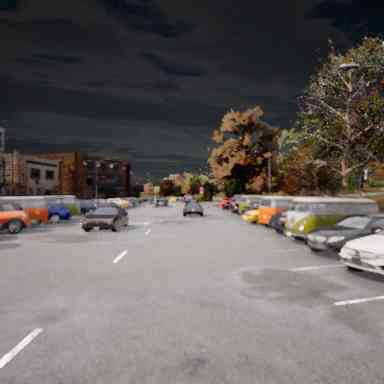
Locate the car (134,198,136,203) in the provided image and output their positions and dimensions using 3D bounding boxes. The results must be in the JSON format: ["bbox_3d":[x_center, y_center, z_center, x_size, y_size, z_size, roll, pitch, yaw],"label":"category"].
[{"bbox_3d":[-11.403,1.687,50.520,4.674,1.452,2.002,-1,-1,-20],"label":"car"}]

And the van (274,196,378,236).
[{"bbox_3d":[6.298,1.272,15.187,4.442,1.987,1.878,1,0,-20],"label":"van"}]

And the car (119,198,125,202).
[{"bbox_3d":[-11.413,1.604,41.721,4.892,1.521,2.231,-1,-1,-20],"label":"car"}]

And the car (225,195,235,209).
[{"bbox_3d":[6.383,1.446,35.832,4.553,1.767,2.185,1,-1,-20],"label":"car"}]

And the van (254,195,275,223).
[{"bbox_3d":[6.516,1.290,21.163,4.442,1.987,1.878,1,0,-20],"label":"van"}]

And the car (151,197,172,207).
[{"bbox_3d":[-4.982,1.688,55.195,2.128,1.511,4.902,0,0,0],"label":"car"}]

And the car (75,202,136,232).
[{"bbox_3d":[-5.088,1.574,20.396,2.033,1.411,5.357,0,0,0],"label":"car"}]

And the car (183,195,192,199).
[{"bbox_3d":[-0.629,1.905,83.052,2.097,1.535,5.008,0,-1,-1],"label":"car"}]

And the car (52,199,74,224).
[{"bbox_3d":[-11.402,1.524,24.114,5.008,1.535,2.097,-1,0,-20],"label":"car"}]

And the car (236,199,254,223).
[{"bbox_3d":[6.232,1.517,23.999,5.366,1.575,1.946,1,0,-20],"label":"car"}]

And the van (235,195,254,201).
[{"bbox_3d":[6.516,1.322,30.000,4.442,1.987,1.878,1,-1,-20],"label":"van"}]

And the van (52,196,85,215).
[{"bbox_3d":[-11.303,1.307,27.093,4.442,1.987,1.878,-1,0,-20],"label":"van"}]

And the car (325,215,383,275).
[{"bbox_3d":[6.406,1.530,9.340,4.674,1.452,2.002,1,0,-20],"label":"car"}]

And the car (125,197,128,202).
[{"bbox_3d":[-11.404,1.657,44.651,4.674,1.452,2.002,-1,-1,-20],"label":"car"}]

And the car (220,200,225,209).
[{"bbox_3d":[6.437,1.632,41.743,4.792,1.488,2.163,1,-1,-20],"label":"car"}]

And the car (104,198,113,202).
[{"bbox_3d":[-11.411,1.575,35.849,4.892,1.521,2.231,-1,-1,-20],"label":"car"}]

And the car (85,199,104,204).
[{"bbox_3d":[-11.438,1.434,32.909,4.553,1.767,2.185,-1,-1,-20],"label":"car"}]

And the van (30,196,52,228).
[{"bbox_3d":[-11.520,1.290,21.138,4.442,1.987,1.878,-1,0,-20],"label":"van"}]

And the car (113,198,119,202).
[{"bbox_3d":[-11.376,1.617,38.795,4.792,1.488,2.163,-1,-1,-20],"label":"car"}]

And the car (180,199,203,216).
[{"bbox_3d":[0.111,1.637,32.945,1.994,1.385,4.181,0,0,0],"label":"car"}]

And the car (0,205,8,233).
[{"bbox_3d":[-11.413,1.540,15.317,4.674,1.452,2.002,-1,0,-20],"label":"car"}]

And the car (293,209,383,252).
[{"bbox_3d":[6.404,1.535,12.285,4.674,1.452,2.002,1,0,-20],"label":"car"}]

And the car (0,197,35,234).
[{"bbox_3d":[-11.382,1.380,18.255,4.553,1.767,2.185,-1,0,-20],"label":"car"}]

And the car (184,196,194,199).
[{"bbox_3d":[0.108,1.710,47.834,1.994,1.385,4.181,0,0,0],"label":"car"}]

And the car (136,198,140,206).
[{"bbox_3d":[-11.407,1.663,53.453,4.892,1.521,2.231,-1,-1,-20],"label":"car"}]

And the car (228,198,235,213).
[{"bbox_3d":[6.435,1.589,32.908,4.792,1.488,2.163,1,-1,-20],"label":"car"}]

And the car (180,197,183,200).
[{"bbox_3d":[-0.988,1.754,89.039,2.435,2.045,5.566,0,-1,-7],"label":"car"}]

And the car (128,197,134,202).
[{"bbox_3d":[-11.573,1.631,47.516,5.366,1.575,1.946,-1,0,-20],"label":"car"}]

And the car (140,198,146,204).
[{"bbox_3d":[-11.395,1.692,59.316,4.892,1.521,2.231,-1,0,-20],"label":"car"}]

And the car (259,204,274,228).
[{"bbox_3d":[6.400,1.545,18.179,4.674,1.452,2.002,1,0,-20],"label":"car"}]

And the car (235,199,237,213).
[{"bbox_3d":[6.399,1.534,27.009,4.892,1.521,2.231,1,-1,-20],"label":"car"}]
